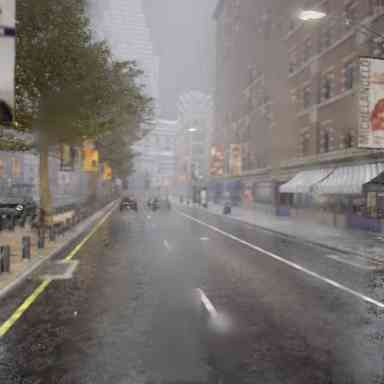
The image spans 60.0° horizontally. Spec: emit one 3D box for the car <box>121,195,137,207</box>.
[{"bbox_3d":[-8.737,1.220,46.242,2.128,1.511,4.902,1,0,-10],"label":"car"}]

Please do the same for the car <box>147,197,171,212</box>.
[{"bbox_3d":[-3.415,1.340,36.630,2.128,1.511,4.902,1,0,-10],"label":"car"}]

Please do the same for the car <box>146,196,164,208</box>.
[{"bbox_3d":[-5.224,1.339,46.459,2.033,1.411,5.357,1,0,-10],"label":"car"}]

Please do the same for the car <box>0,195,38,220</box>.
[{"bbox_3d":[-12.974,1.053,24.587,2.097,1.767,4.553,1,0,-10],"label":"car"}]

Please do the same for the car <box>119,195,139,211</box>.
[{"bbox_3d":[-6.932,1.289,36.406,1.837,1.490,4.892,1,0,-10],"label":"car"}]
